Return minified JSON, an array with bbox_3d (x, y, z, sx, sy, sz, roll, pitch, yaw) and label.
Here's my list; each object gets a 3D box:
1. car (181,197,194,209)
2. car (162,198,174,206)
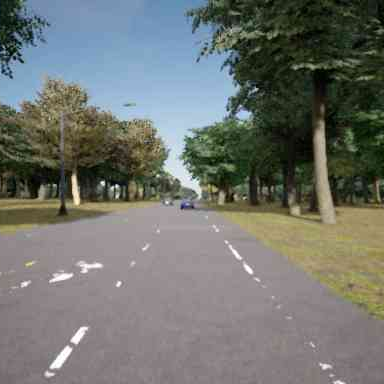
[{"bbox_3d":[-0.657,1.728,49.617,1.994,1.385,4.181,-1,0,-1],"label":"car"},{"bbox_3d":[-4.349,1.772,60.951,2.128,1.511,4.902,0,0,2],"label":"car"}]
